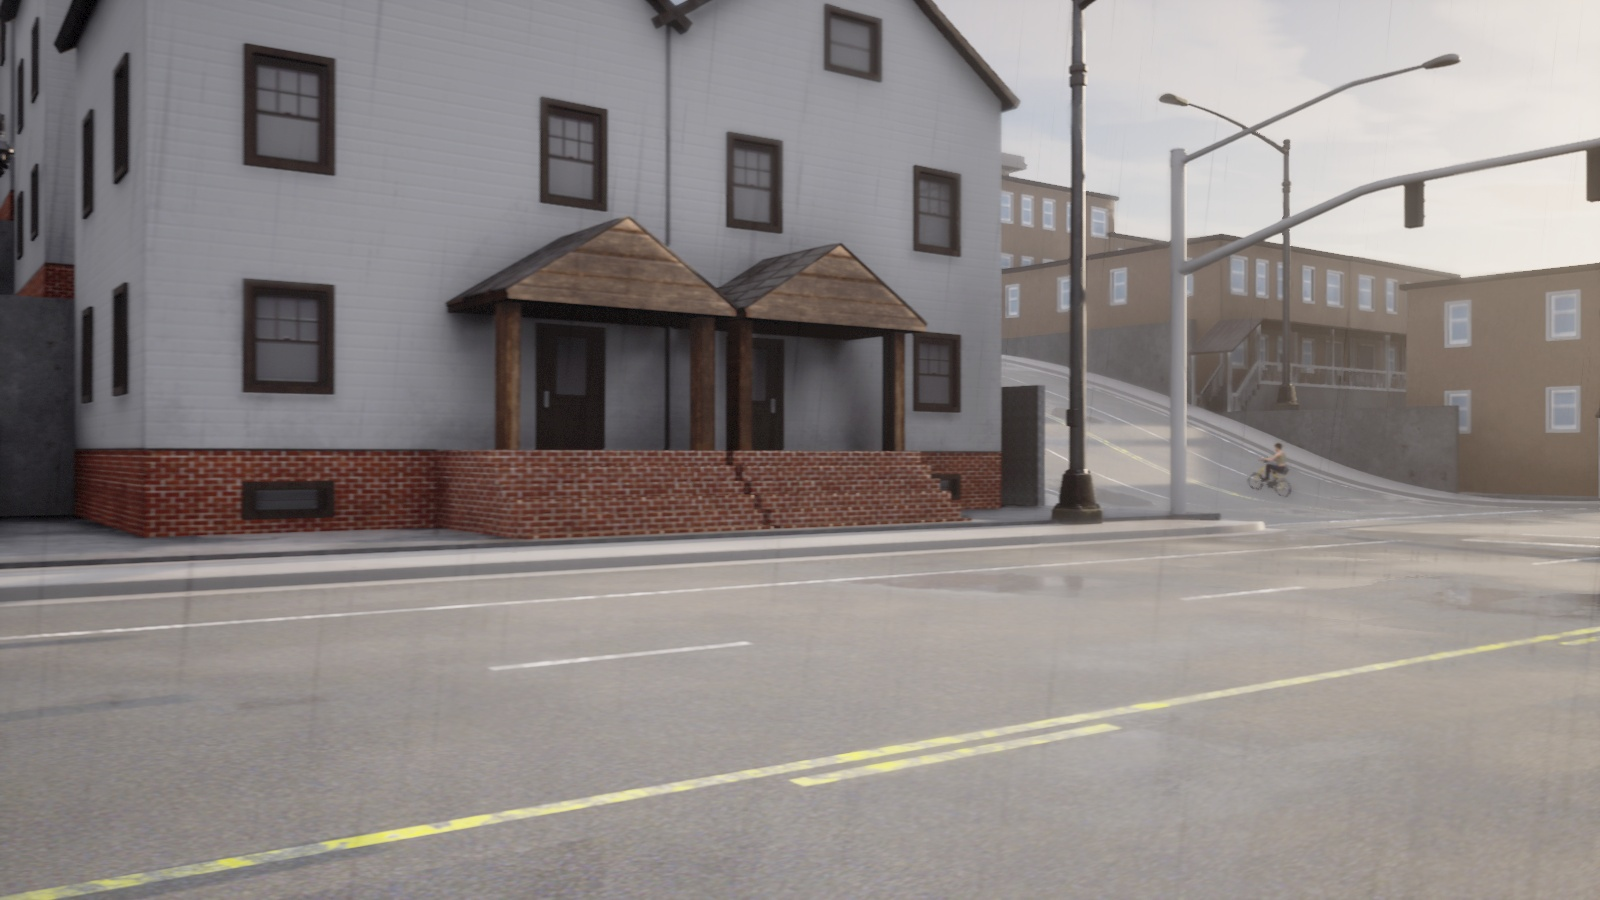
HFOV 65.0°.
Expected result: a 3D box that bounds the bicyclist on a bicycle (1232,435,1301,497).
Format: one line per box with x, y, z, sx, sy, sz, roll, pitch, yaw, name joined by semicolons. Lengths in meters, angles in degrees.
14.366;0.473;38.702;0.866;1.612;1.509;0;11;-36;bicyclist on a bicycle
